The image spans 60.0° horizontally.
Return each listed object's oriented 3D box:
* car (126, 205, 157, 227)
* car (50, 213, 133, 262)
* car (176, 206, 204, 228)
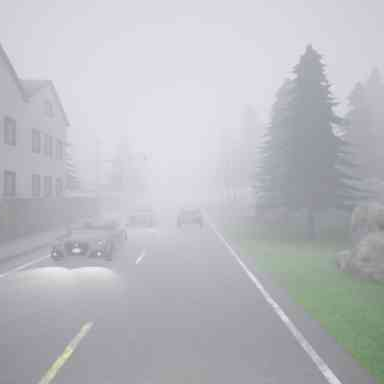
[{"bbox_3d":[-3.763,1.789,25.328,1.837,1.490,4.892,0,-1,0],"label":"car"},{"bbox_3d":[-3.709,1.707,12.656,1.994,1.385,4.181,0,-1,-1],"label":"car"},{"bbox_3d":[-0.152,1.767,24.779,2.128,1.511,4.902,0,-1,-1],"label":"car"}]
